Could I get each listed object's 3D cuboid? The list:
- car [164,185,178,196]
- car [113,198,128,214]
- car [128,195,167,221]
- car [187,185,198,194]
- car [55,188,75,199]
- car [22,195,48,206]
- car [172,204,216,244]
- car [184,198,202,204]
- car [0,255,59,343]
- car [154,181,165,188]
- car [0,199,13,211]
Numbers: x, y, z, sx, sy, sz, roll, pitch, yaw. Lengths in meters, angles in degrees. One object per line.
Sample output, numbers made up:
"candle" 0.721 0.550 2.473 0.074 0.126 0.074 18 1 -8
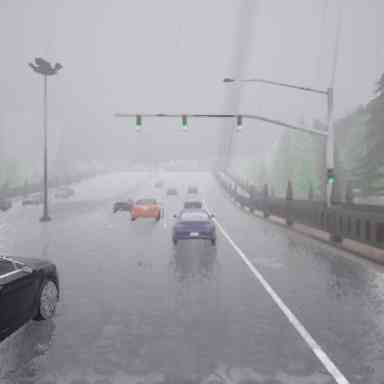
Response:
"car" -3.416 -0.162 57.713 1.837 1.490 4.892 0 7 0
"car" -6.902 1.392 34.739 1.837 1.490 4.892 0 1 0
"car" -3.402 1.285 26.359 2.097 1.767 4.553 0 0 0
"car" 0.142 -0.642 61.378 1.882 1.535 5.008 0 7 1
"car" -20.932 0.148 54.853 2.128 1.511 4.902 0 6 0
"car" -20.988 1.059 44.630 1.994 1.385 4.181 0 4 0
"car" 0.087 1.490 15.366 1.812 1.442 4.674 0 0 0
"car" 0.097 1.336 35.943 1.882 1.535 5.008 0 1 0
"car" -3.400 1.481 4.321 2.128 1.511 4.902 0 0 0
"car" -6.848 -1.696 70.090 2.033 1.411 5.357 0 7 0
"car" -21.025 1.427 34.896 2.033 1.411 5.357 0 1 0
